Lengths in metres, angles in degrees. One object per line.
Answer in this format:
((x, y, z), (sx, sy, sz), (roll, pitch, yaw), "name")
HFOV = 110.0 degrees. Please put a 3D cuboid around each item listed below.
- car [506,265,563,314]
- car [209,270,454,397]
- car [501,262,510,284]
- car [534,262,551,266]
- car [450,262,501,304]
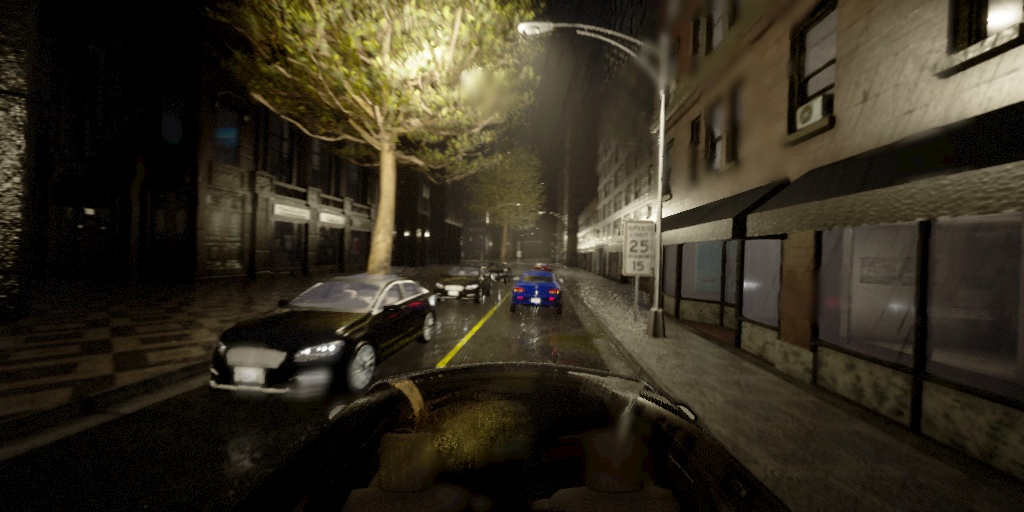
((1.006, 1.288, 13.979), (1.812, 1.442, 4.674), (2, 0, 6), "car")
((-2.829, 1.135, 6.620), (2.128, 1.511, 4.902), (2, 0, 5), "car")
((-1.086, 1.162, 25.940), (2.128, 1.511, 4.902), (2, 0, 5), "car")
((3.361, 1.364, 40.138), (1.994, 1.385, 4.181), (2, 0, 5), "car")
((-1.988, 1.148, 15.973), (2.128, 1.511, 4.902), (2, 0, 5), "car")
